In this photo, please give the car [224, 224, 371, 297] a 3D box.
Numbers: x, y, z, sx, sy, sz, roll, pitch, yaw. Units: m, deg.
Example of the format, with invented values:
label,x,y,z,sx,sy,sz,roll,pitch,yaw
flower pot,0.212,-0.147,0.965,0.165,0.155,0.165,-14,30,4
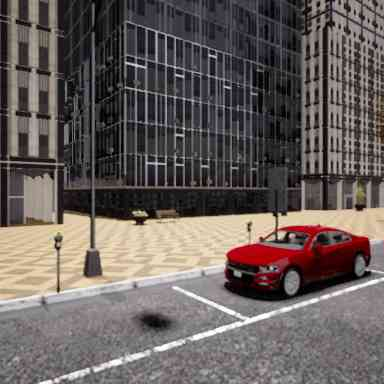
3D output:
label,x,y,z,sx,sy,sz,roll,pitch,yaw
car,2.828,1.550,8.566,4.507,1.381,1.887,0,0,-35
